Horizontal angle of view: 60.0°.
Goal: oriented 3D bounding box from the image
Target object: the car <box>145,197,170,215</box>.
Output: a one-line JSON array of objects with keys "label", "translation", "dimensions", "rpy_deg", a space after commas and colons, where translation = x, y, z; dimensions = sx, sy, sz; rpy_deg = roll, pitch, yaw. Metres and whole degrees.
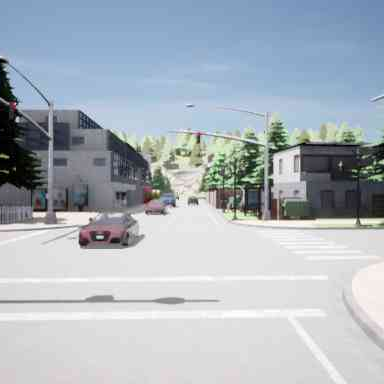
[{"label": "car", "translation": [-3.553, 1.524, 33.364], "dimensions": [1.812, 1.442, 4.674], "rpy_deg": [0, 0, 0]}]

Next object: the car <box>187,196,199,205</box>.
[{"label": "car", "translation": [0.188, 1.503, 58.734], "dimensions": [1.837, 1.490, 4.892], "rpy_deg": [0, 0, 0]}]

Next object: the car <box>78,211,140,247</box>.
[{"label": "car", "translation": [-3.579, 1.565, 14.930], "dimensions": [1.994, 1.385, 4.181], "rpy_deg": [0, 0, 0]}]

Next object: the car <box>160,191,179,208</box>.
[{"label": "car", "translation": [-3.519, 1.220, 49.292], "dimensions": [2.150, 2.045, 5.566], "rpy_deg": [0, 0, 0]}]

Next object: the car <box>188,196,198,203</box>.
[{"label": "car", "translation": [0.197, 1.544, 70.017], "dimensions": [2.033, 1.411, 5.357], "rpy_deg": [0, 0, 0]}]
